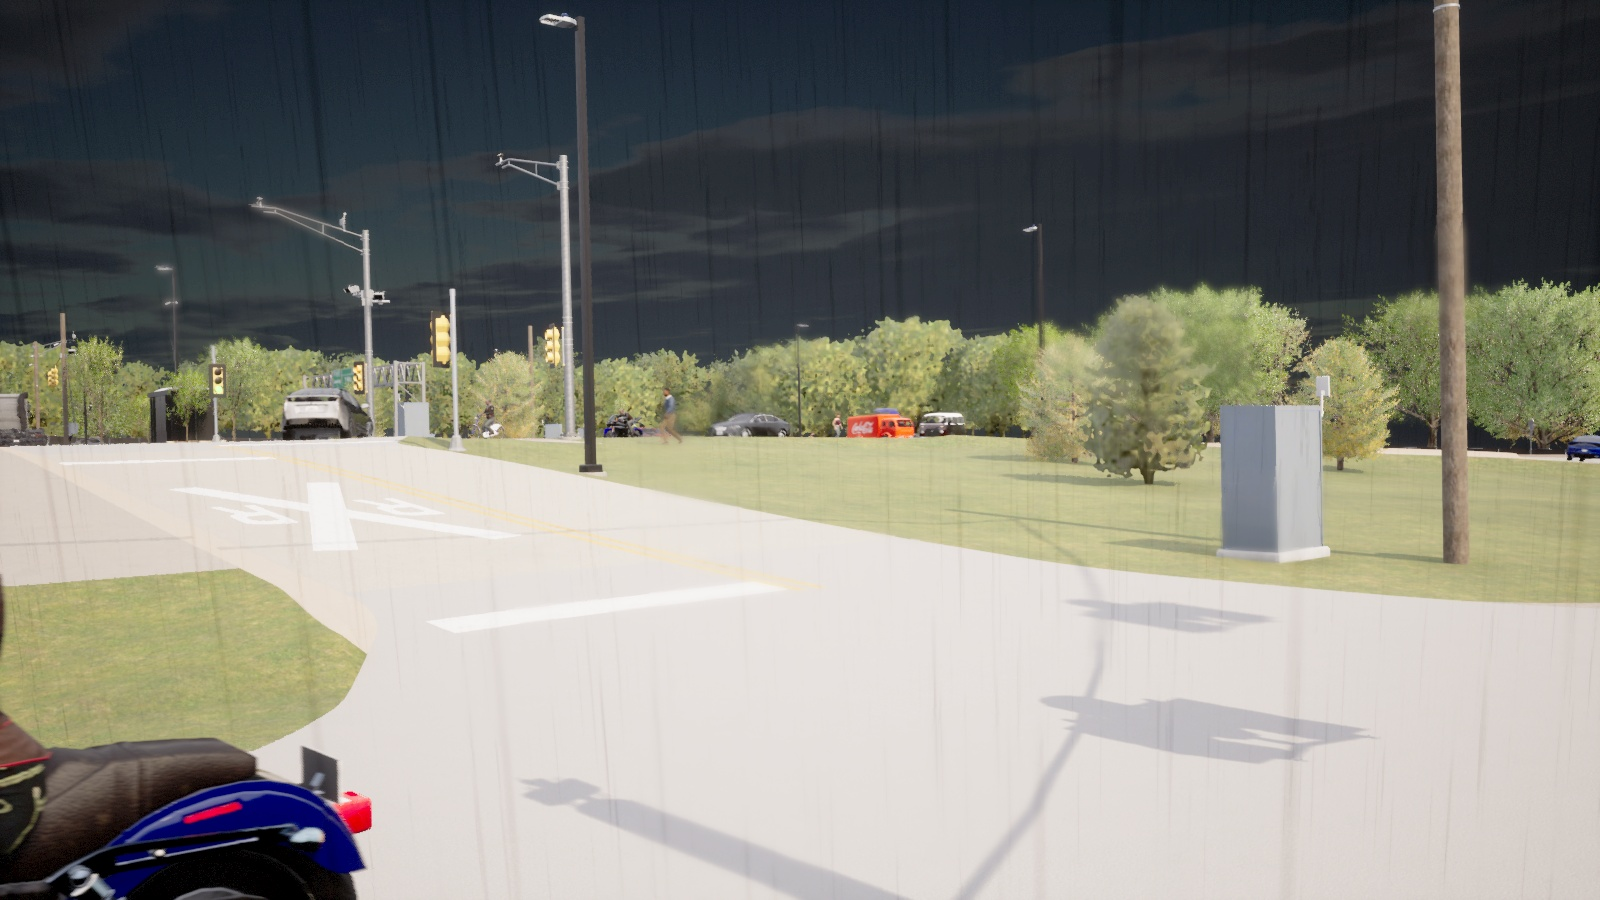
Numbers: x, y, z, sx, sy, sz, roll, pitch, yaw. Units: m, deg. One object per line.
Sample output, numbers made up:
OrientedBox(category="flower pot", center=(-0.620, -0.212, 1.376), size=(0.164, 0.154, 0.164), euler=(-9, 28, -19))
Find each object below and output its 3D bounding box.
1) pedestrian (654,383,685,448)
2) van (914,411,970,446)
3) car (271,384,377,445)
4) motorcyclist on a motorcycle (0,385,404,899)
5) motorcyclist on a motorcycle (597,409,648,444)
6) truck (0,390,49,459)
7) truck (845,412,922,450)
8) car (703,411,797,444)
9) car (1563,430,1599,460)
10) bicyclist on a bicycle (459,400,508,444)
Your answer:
OrientedBox(category="pedestrian", center=(-3.985, -1.062, 38.313), size=(0.788, 1.949, 0.423), euler=(-2, 1, -26))
OrientedBox(category="van", center=(8.695, -1.296, 76.663), size=(2.069, 2.038, 4.480), euler=(0, 1, 24))
OrientedBox(category="car", center=(-13.586, -0.975, 36.109), size=(2.007, 1.525, 4.514), euler=(-2, 0, -10))
OrientedBox(category="motorcyclist on a motorcycle", center=(-2.019, 0.718, 2.297), size=(2.350, 1.649, 0.766), euler=(0, -2, -41))
OrientedBox(category="motorcyclist on a motorcycle", center=(-7.998, -1.047, 56.678), size=(0.866, 1.530, 2.191), euler=(-1, -1, 44))
OrientedBox(category="truck", center=(-42.456, -1.261, 66.995), size=(2.891, 3.462, 7.936), euler=(-2, 1, -39))
OrientedBox(category="truck", center=(5.915, -1.314, 89.798), size=(2.627, 2.467, 5.204), euler=(-2, -1, -38))
OrientedBox(category="car", center=(-2.435, -1.100, 62.692), size=(2.128, 1.511, 4.902), euler=(-1, -1, 36))
OrientedBox(category="car", center=(45.088, -0.253, 71.482), size=(1.882, 1.535, 5.008), euler=(5, 3, 41))
OrientedBox(category="bicyclist on a bicycle", center=(-13.023, -1.157, 51.703), size=(1.843, 1.776, 0.659), euler=(-1, 0, -43))
